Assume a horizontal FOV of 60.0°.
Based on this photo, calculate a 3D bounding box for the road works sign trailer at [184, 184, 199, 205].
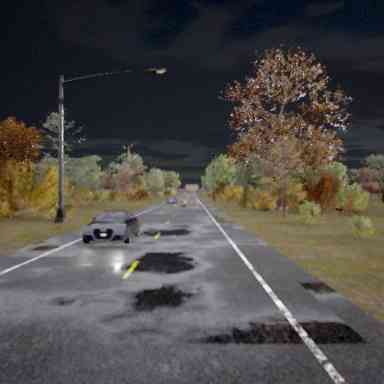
[{"bbox_3d":[-0.008,0.411,55.518,2.380,3.560,2.880,0,0,0],"label":"road works sign trailer"}]

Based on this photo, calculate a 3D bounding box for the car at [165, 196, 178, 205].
[{"bbox_3d":[-3.547,1.436,58.105,2.128,1.511,4.902,0,0,1],"label":"car"}]

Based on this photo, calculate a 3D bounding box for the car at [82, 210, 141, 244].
[{"bbox_3d":[-3.601,1.547,15.484,1.994,1.385,4.181,0,0,0],"label":"car"}]
